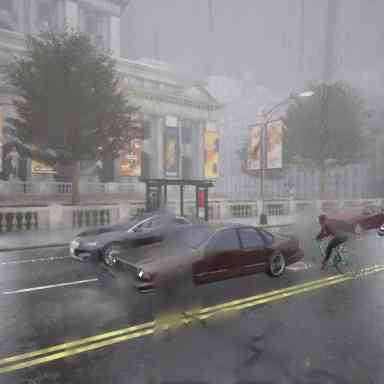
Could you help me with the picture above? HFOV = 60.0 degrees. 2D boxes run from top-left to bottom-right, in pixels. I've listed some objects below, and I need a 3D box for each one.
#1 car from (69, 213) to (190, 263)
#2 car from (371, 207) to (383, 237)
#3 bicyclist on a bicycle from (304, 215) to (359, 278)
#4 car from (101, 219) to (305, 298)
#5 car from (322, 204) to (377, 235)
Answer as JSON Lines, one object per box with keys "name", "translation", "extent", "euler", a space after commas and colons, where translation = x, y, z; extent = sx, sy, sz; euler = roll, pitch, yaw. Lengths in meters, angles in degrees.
{"name": "car", "translation": [-1.600, 1.490, 11.404], "extent": [4.902, 1.511, 2.128], "euler": [0, 0, -35]}
{"name": "car", "translation": [11.082, 1.547, 15.974], "extent": [5.357, 1.411, 2.033], "euler": [0, 0, -36]}
{"name": "bicyclist on a bicycle", "translation": [3.763, 1.455, 9.122], "extent": [0.582, 1.620, 1.656], "euler": [0, -2, -35]}
{"name": "car", "translation": [0.655, 1.547, 8.703], "extent": [5.357, 1.411, 2.033], "euler": [0, 0, -35]}
{"name": "car", "translation": [9.522, 1.478, 19.143], "extent": [5.008, 1.535, 1.882], "euler": [-1, 0, -34]}
